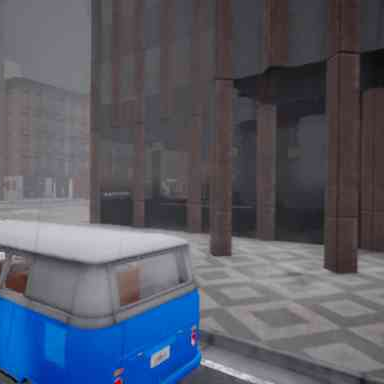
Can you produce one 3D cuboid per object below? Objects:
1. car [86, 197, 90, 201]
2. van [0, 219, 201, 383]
[{"bbox_3d":[-13.275,0.782,50.357,2.033,1.411,5.357,1,1,36],"label":"car"},{"bbox_3d":[-1.809,1.318,4.245,3.998,1.788,1.690,0,1,35],"label":"van"}]
